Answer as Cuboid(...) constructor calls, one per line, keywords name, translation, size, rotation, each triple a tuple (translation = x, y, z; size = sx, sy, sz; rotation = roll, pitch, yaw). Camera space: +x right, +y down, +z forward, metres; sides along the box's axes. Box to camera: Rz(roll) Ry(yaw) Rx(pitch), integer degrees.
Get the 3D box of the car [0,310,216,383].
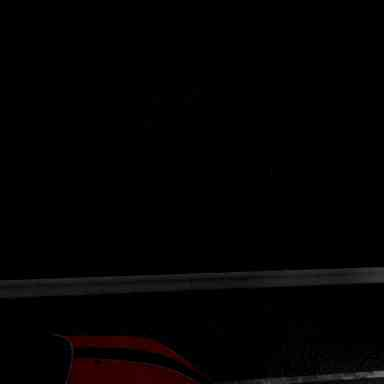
Cuboid(name="car", translation=(-1.852, 1.352, 1.664), size=(4.553, 1.767, 2.097), rotation=(0, 0, -6))
